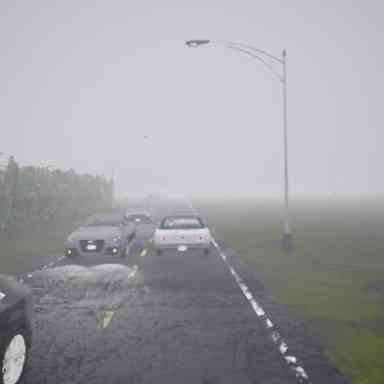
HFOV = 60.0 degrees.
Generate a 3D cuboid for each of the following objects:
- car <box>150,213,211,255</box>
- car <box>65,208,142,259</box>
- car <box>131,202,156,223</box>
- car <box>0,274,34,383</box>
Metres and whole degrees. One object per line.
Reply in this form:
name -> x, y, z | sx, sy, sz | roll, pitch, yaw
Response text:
car -> -0.387, 1.525, 12.995 | 1.895, 1.301, 4.718 | -1, 0, -2
car -> -3.234, 1.541, 12.471 | 1.994, 1.385, 4.181 | -1, 0, -2
car -> -3.655, 1.453, 24.602 | 2.033, 1.411, 5.357 | -1, 0, -2
car -> -2.870, 1.542, 2.371 | 1.837, 1.490, 4.892 | -1, 0, -2
